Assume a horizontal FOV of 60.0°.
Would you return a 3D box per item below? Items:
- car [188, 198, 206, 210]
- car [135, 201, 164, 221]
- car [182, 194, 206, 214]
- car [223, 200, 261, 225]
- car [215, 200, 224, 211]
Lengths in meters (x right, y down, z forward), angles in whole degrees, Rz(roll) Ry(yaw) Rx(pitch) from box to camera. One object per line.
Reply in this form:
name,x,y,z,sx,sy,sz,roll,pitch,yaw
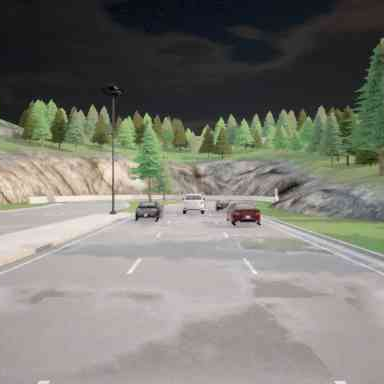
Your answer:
car,0.688,1.564,44.592,1.994,1.385,4.181,0,0,6
car,-3.379,1.490,26.791,2.128,1.511,4.902,0,0,0
car,0.167,1.221,35.246,2.150,2.045,5.566,0,0,0
car,3.618,1.477,23.930,1.882,1.535,5.008,0,0,0
car,3.833,1.601,40.454,1.895,1.301,4.718,0,0,2
